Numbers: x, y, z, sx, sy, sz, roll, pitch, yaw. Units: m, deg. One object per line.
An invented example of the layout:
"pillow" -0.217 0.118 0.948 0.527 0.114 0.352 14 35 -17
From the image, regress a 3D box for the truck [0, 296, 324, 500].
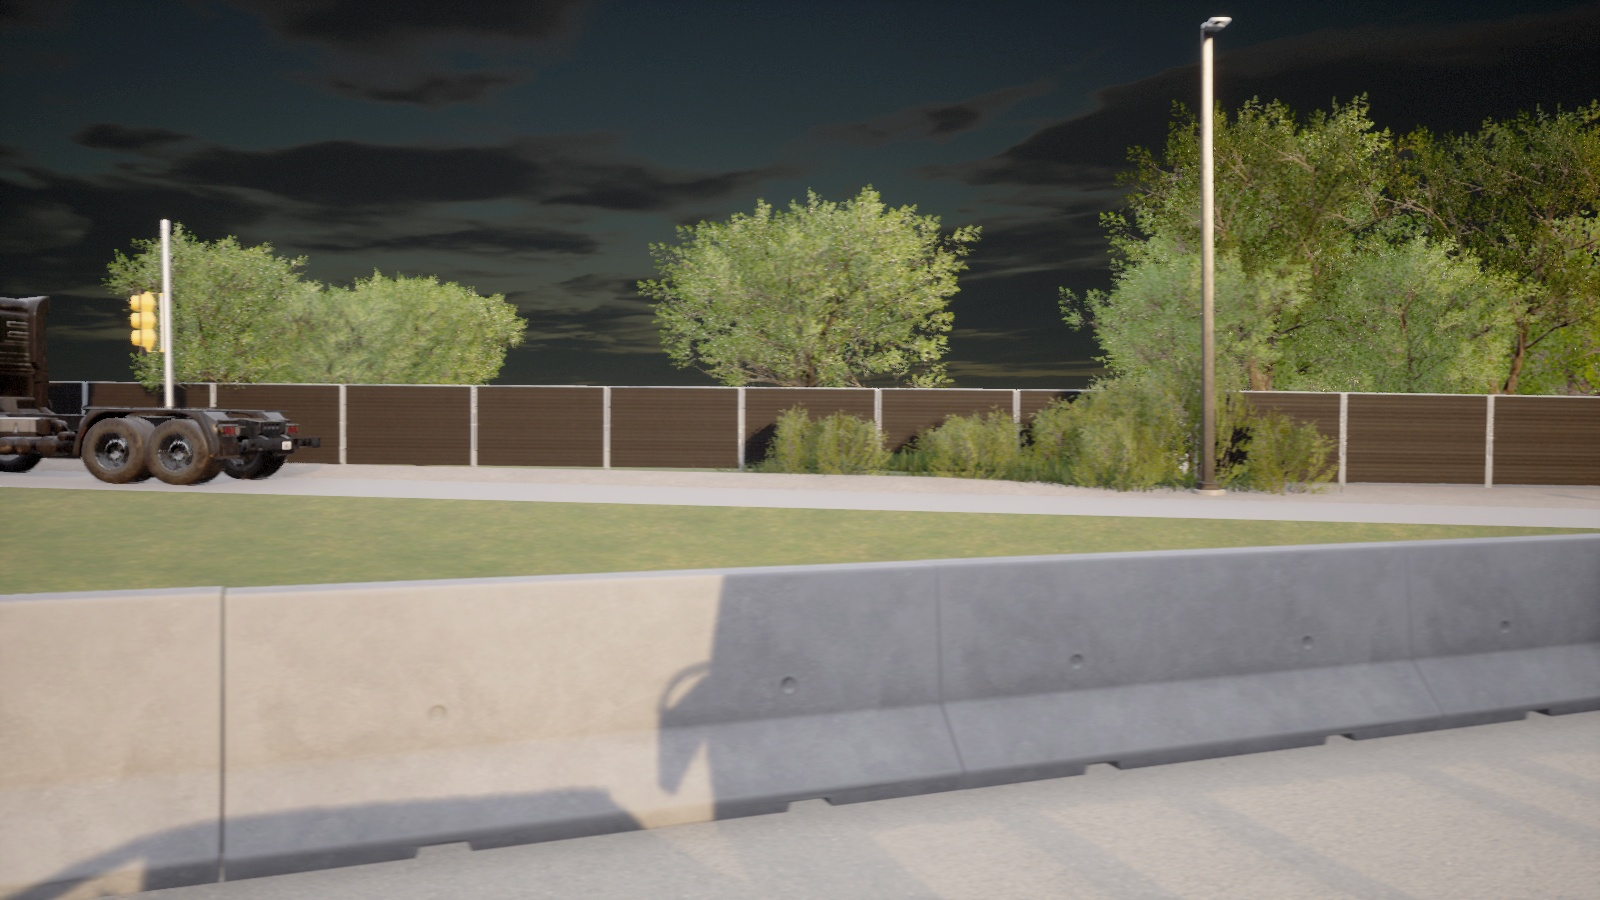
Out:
"truck" -13.279 -0.915 23.156 7.936 3.462 2.891 0 2 6
